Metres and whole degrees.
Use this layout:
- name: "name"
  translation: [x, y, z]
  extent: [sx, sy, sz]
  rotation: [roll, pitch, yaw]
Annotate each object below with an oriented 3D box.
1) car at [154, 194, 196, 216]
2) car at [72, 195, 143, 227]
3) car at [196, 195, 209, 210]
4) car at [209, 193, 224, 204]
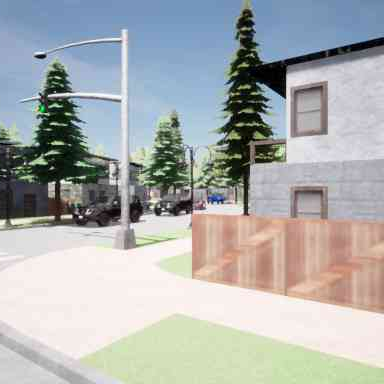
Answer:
- name: "car"
  translation: [-1.747, 1.202, 32.471]
  extent: [2.150, 2.045, 5.566]
  rotation: [0, 0, 18]
- name: "car"
  translation: [-5.640, 1.202, 23.094]
  extent: [2.150, 2.045, 5.566]
  rotation: [0, 0, 27]
- name: "car"
  translation: [0.510, 1.333, 42.070]
  extent: [2.097, 1.767, 4.553]
  rotation: [0, 0, 9]
- name: "car"
  translation: [4.266, 1.202, 60.854]
  extent: [2.150, 2.045, 5.566]
  rotation: [0, 0, -9]
